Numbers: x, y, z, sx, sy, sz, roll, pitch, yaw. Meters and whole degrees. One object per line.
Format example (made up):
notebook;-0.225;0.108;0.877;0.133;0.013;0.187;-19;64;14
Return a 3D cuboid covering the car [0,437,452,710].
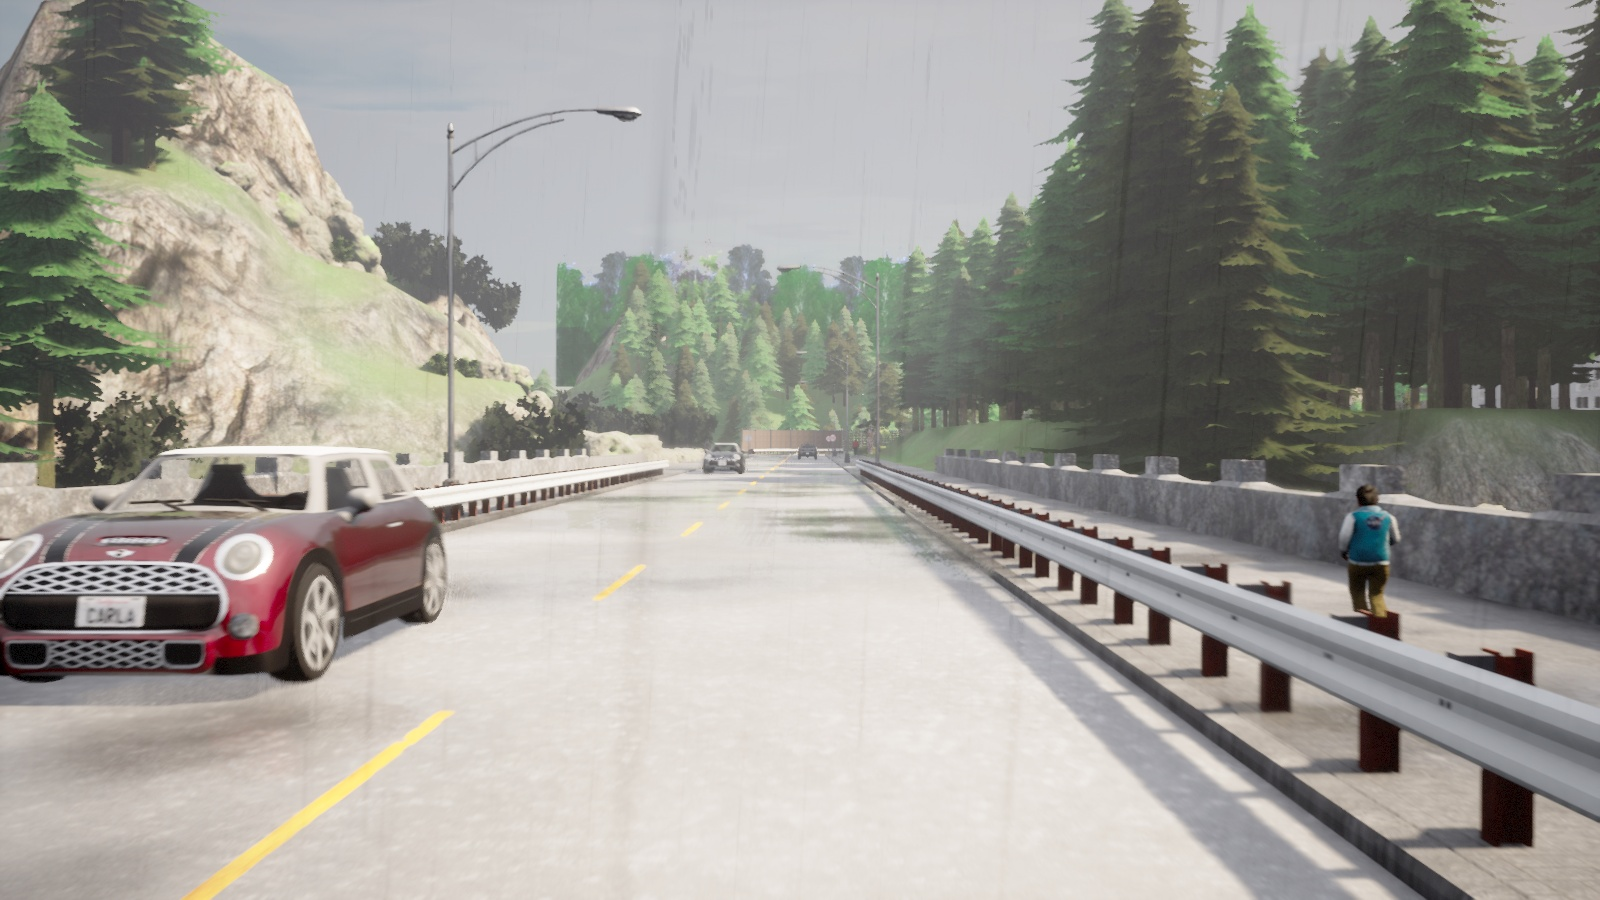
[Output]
car;-3.933;0.660;8.695;1.970;1.475;3.806;0;0;0

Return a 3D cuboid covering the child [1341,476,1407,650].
child;4.081;0.789;8.946;0.343;1.192;0.448;0;0;13

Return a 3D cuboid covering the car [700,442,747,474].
car;-3.627;0.370;60.145;1.970;1.475;3.806;0;0;0
